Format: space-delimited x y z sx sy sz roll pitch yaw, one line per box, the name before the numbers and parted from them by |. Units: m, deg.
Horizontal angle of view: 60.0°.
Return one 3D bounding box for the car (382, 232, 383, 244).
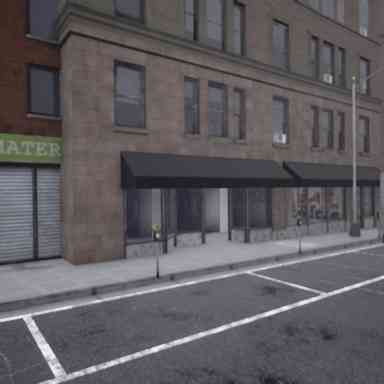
car | 9.290 1.509 13.207 4.507 1.381 1.887 0 0 -36
